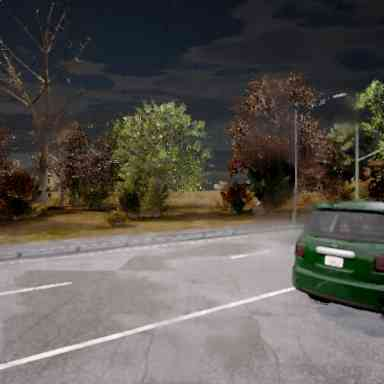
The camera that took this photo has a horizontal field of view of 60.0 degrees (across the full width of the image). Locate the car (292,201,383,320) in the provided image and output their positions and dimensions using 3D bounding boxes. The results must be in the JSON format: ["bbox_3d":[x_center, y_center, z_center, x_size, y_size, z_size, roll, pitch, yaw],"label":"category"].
[{"bbox_3d":[4.439,1.200,6.909,5.566,2.045,2.150,0,0,-36],"label":"car"}]
